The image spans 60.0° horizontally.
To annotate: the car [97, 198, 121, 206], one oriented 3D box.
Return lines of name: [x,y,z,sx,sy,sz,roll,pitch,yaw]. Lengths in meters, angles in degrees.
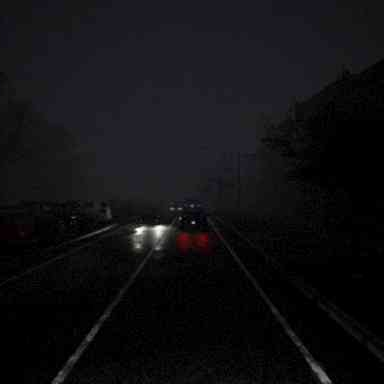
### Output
car: [-22.112,2.639,88.835,5.566,2.045,2.435,0,-1,0]

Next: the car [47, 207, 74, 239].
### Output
car: [-8.854,1.688,16.576,4.892,1.521,2.231,0,-1,0]

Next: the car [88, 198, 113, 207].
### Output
car: [-22.095,2.495,80.509,5.566,2.045,2.435,0,-1,0]

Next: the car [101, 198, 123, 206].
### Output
car: [-22.060,2.682,91.611,5.566,2.045,2.435,0,-1,0]

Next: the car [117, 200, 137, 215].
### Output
car: [-8.892,1.976,36.197,5.008,1.535,2.097,0,-1,0]

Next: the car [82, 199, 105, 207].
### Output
car: [-22.086,2.524,74.955,4.553,1.767,2.185,0,-1,0]

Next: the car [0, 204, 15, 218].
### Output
car: [-21.974,2.012,35.839,4.674,1.452,2.002,0,-1,0]

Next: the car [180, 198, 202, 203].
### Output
car: [0.068,1.803,40.905,2.150,2.045,5.566,0,-1,1]

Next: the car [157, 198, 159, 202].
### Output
car: [-8.917,2.287,61.421,4.553,1.767,2.185,0,-1,0]

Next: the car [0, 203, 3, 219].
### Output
car: [-21.966,1.930,33.179,5.008,1.535,2.097,0,-1,0]

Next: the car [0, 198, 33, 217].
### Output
car: [-21.953,1.770,38.751,5.566,2.045,2.435,0,-1,0]

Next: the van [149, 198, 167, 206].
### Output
van: [-9.121,2.672,89.450,4.442,1.987,1.878,0,-1,0]

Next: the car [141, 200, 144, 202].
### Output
car: [-8.938,2.101,41.799,4.792,1.488,2.163,0,-1,0]

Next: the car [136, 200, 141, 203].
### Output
car: [-9.089,2.020,38.996,5.366,1.575,1.946,0,-1,0]

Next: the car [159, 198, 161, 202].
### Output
car: [-8.923,2.335,64.225,4.553,1.767,2.185,0,-1,0]

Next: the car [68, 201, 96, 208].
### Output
car: [-22.044,2.506,66.627,4.892,1.521,2.231,0,-1,0]

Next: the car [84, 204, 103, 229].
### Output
car: [-8.864,1.766,22.182,5.008,1.535,2.097,0,-1,0]

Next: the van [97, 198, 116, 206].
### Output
van: [-22.194,2.616,86.058,4.442,1.987,1.878,0,-1,0]

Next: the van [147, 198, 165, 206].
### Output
van: [-9.110,2.576,83.846,4.442,1.987,1.878,0,-1,0]

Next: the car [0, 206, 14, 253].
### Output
car: [-8.820,1.482,10.970,4.553,1.767,2.185,0,-1,0]

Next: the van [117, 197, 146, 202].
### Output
van: [-8.798,1.895,44.606,4.442,1.987,1.878,0,-1,0]

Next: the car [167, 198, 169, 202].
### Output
car: [-8.971,2.599,86.650,5.566,2.045,2.435,0,-1,0]

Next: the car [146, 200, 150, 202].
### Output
car: [-8.891,2.199,47.405,4.792,1.488,2.163,0,-1,0]

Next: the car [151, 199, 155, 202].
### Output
car: [-8.926,2.266,53.011,5.008,1.535,2.097,0,-1,0]

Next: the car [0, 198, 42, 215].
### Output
car: [-21.959,1.816,41.412,5.566,2.045,2.435,0,-1,0]

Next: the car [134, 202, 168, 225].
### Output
car: [-3.366,1.862,28.207,1.882,1.535,5.008,0,-1,0]

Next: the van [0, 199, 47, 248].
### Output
van: [-8.739,1.422,13.776,4.442,1.987,1.878,0,-1,0]

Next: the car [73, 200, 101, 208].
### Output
car: [-21.859,2.550,69.404,5.366,1.575,1.946,0,-1,0]

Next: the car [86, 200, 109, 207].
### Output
car: [-22.032,2.727,77.729,4.792,1.488,2.163,0,-1,0]

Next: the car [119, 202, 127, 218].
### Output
car: [-8.857,1.917,30.589,4.792,1.488,2.163,0,-1,0]

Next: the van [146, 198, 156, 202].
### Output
van: [-8.820,2.089,55.818,4.442,1.987,1.878,0,-1,0]

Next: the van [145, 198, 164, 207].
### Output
van: [-9.104,2.527,81.043,4.442,1.987,1.878,0,-1,0]

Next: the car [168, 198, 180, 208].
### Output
car: [-3.294,2.423,69.582,2.097,1.767,4.553,0,-1,0]

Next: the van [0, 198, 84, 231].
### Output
van: [-8.981,1.501,19.382,4.442,1.987,1.878,0,-1,0]

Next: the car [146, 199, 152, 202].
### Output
car: [-8.896,2.247,50.208,4.792,1.488,2.163,0,-1,0]

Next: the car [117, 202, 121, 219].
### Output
car: [-8.876,1.847,27.792,4.892,1.521,2.231,0,-1,0]

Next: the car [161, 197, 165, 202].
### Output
car: [-8.931,2.258,67.029,5.566,2.045,2.435,0,-1,0]

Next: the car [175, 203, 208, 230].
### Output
car: [0.086,1.814,23.929,2.128,1.511,4.902,0,-1,0]

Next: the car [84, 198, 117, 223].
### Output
car: [-8.904,1.555,24.989,5.566,2.045,2.435,0,-1,0]
